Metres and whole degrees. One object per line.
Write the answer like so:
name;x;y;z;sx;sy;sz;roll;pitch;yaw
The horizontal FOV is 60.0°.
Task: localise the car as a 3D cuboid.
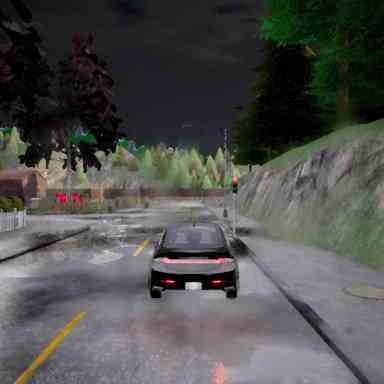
car;0.052;1.491;8.464;2.128;1.511;4.902;0;0;1
